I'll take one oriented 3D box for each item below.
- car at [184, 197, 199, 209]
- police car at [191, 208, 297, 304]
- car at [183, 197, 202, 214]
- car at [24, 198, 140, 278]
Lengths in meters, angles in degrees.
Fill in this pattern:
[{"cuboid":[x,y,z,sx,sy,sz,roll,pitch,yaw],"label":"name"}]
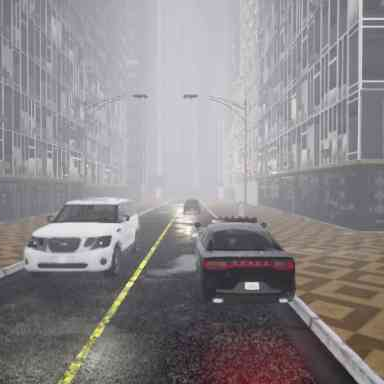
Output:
[{"cuboid":[-0.052,1.491,46.548,1.882,1.535,5.008,0,0,0],"label":"car"},{"cuboid":[1.036,1.424,8.350,1.930,1.638,5.238,0,0,0],"label":"police car"},{"cuboid":[0.012,1.512,36.208,1.837,1.490,4.892,0,0,0],"label":"car"},{"cuboid":[-3.018,1.220,10.469,2.150,2.045,5.566,0,0,0],"label":"car"}]
